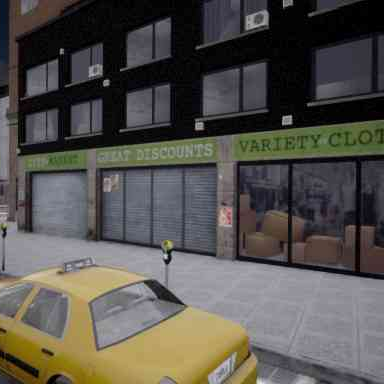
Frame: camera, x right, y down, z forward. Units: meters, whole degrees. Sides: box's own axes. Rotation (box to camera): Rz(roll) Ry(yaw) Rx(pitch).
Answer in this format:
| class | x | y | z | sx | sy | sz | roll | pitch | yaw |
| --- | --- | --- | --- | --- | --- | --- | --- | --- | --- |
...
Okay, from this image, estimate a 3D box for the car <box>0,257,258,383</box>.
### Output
| class | x | y | z | sx | sy | sz | roll | pitch | yaw |
| --- | --- | --- | --- | --- | --- | --- | --- | --- | --- |
| car | -1.615 | 1.524 | 4.240 | 4.829 | 1.417 | 1.752 | 0 | 1 | 35 |
